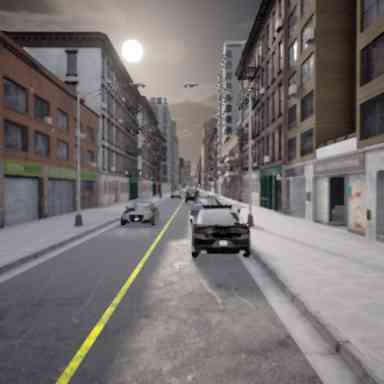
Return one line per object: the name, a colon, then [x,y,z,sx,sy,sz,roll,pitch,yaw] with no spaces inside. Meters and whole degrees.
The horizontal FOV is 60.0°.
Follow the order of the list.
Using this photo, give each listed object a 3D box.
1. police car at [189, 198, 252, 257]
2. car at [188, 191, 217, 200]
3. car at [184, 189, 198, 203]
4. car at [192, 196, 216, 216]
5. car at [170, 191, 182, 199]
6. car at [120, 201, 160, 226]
police car: [0.919,1.250,12.283,1.930,1.638,5.238,0,1,0]
car: [0.934,1.035,22.141,2.097,1.767,4.553,0,1,0]
car: [0.078,0.505,49.070,2.150,2.045,5.566,0,1,0]
car: [0.944,1.122,28.173,1.812,1.442,4.674,0,1,0]
car: [-2.935,0.562,61.714,1.882,1.535,5.008,0,1,1]
car: [-3.067,1.273,20.342,1.994,1.385,4.181,0,1,0]
